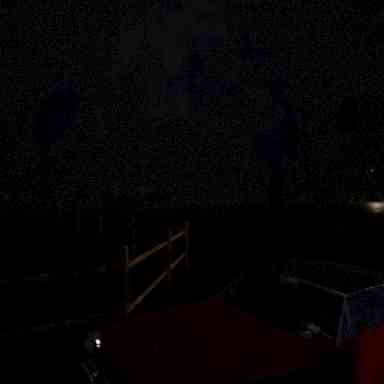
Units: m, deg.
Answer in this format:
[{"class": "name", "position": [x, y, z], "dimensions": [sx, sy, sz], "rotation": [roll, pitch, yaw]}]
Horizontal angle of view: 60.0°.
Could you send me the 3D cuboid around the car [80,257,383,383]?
[{"class": "car", "position": [1.238, 1.589, 3.942], "dimensions": [4.718, 1.301, 1.895], "rotation": [0, 0, -35]}]
